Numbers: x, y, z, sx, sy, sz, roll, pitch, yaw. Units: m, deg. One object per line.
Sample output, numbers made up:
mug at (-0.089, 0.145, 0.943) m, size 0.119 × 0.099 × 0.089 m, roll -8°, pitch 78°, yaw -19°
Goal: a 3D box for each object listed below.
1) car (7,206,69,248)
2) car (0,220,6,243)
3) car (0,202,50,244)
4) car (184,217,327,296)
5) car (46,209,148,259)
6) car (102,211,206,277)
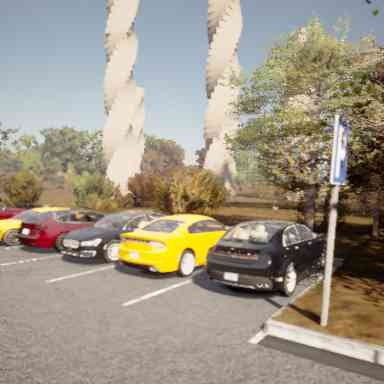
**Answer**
car at (-4.488, 1.442, 13.630) m, size 2.163 × 1.488 × 4.792 m, roll 1°, pitch 0°, yaw 36°
car at (-7.034, 1.461, 8.733) m, size 4.674 × 1.442 × 1.812 m, roll 0°, pitch 0°, yaw 36°
car at (-6.857, 1.384, 15.063) m, size 1.946 × 1.575 × 5.366 m, roll 1°, pitch 0°, yaw 36°
car at (2.204, 1.467, 8.790) m, size 2.231 × 1.521 × 4.892 m, roll 0°, pitch 0°, yaw 36°
car at (-2.266, 1.432, 12.009) m, size 2.231 × 1.521 × 4.892 m, roll 0°, pitch 0°, yaw 36°
car at (-0.035, 1.450, 10.395) m, size 2.097 × 1.535 × 5.008 m, roll 0°, pitch 0°, yaw 36°
